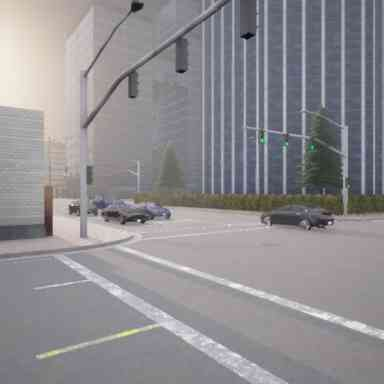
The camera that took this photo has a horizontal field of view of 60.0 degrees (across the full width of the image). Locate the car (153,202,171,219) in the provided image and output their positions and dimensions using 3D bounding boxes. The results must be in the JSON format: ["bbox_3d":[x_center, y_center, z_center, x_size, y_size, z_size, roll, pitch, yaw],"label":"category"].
[{"bbox_3d":[-3.644,1.581,29.099,1.812,1.442,4.674,0,0,-36],"label":"car"}]

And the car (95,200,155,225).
[{"bbox_3d":[-5.237,1.603,25.285,2.033,1.411,5.357,0,0,-36],"label":"car"}]

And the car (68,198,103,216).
[{"bbox_3d":[-10.910,1.560,33.192,1.837,1.490,4.892,0,0,-36],"label":"car"}]

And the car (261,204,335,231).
[{"bbox_3d":[6.566,1.544,21.205,1.837,1.490,4.892,0,0,-36],"label":"car"}]

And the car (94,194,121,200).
[{"bbox_3d":[-9.309,1.277,36.969,2.150,2.045,5.566,0,0,-36],"label":"car"}]
